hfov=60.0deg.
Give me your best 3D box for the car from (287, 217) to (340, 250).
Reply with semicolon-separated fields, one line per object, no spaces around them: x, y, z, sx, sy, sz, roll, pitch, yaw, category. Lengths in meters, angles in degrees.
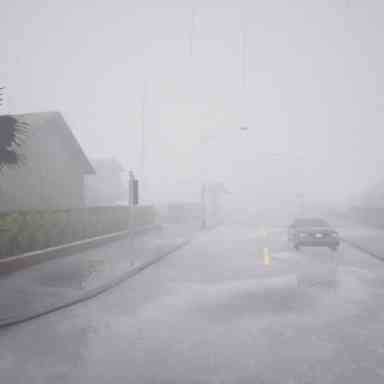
5.743;1.907;16.172;2.033;1.411;5.357;-1;-2;12;car
